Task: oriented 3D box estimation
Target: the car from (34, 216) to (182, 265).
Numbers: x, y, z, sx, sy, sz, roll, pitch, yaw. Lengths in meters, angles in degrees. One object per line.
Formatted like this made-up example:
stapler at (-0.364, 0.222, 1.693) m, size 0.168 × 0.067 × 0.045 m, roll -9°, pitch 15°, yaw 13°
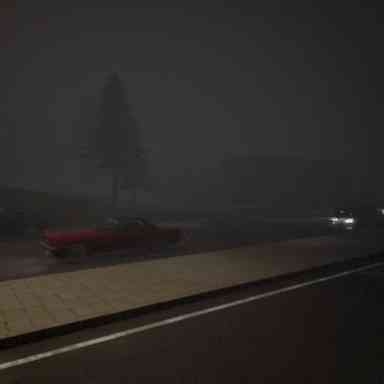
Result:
car at (-2.788, 1.571, 11.830) m, size 4.718 × 1.301 × 1.895 m, roll 0°, pitch 0°, yaw -35°

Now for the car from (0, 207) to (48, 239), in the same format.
car at (-9.353, 1.482, 15.746) m, size 4.902 × 1.511 × 2.128 m, roll 0°, pitch 0°, yaw -35°

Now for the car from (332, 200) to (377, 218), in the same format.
car at (13.609, 1.385, 27.814) m, size 4.181 × 1.385 × 1.994 m, roll 0°, pitch 0°, yaw -35°
